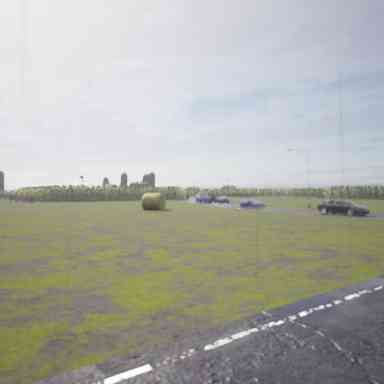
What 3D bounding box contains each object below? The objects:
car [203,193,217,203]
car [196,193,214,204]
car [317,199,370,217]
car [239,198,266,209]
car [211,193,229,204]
[{"bbox_3d":[3.772,1.180,71.865,2.150,2.045,5.566,-1,0,-6],"label":"car"},{"bbox_3d":[2.128,1.223,64.322,2.150,2.045,5.566,-1,0,-11],"label":"car"},{"bbox_3d":[14.376,1.472,31.807,1.837,1.490,4.892,-1,1,-31],"label":"car"},{"bbox_3d":[8.036,1.522,44.533,1.812,1.442,4.674,-1,0,-22],"label":"car"},{"bbox_3d":[5.551,1.499,61.693,1.812,1.442,4.674,-1,0,-12],"label":"car"}]
